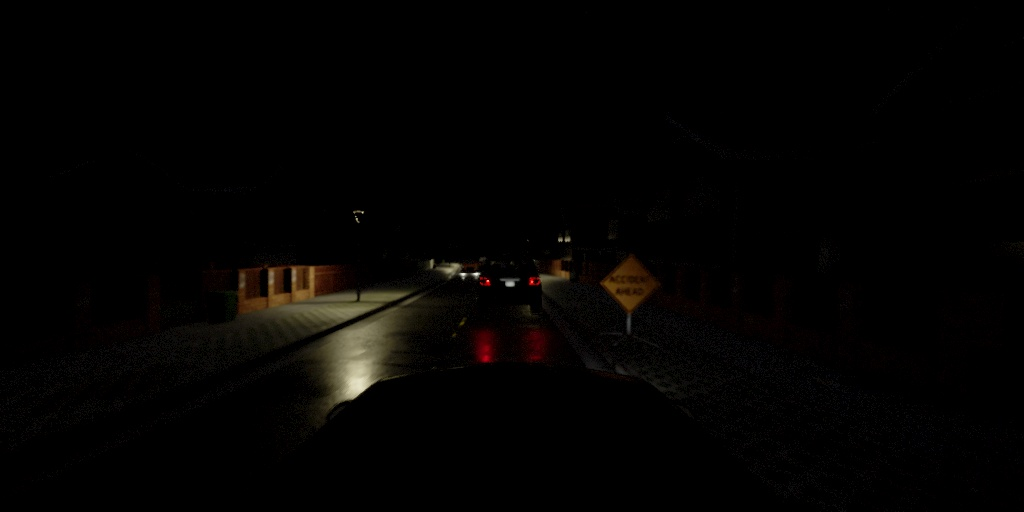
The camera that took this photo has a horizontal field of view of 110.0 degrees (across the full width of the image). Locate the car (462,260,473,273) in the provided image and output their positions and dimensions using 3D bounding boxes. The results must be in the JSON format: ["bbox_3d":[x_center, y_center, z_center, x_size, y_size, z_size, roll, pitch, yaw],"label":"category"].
[{"bbox_3d":[-5.285,1.282,45.440,1.882,1.535,5.008,0,0,-6],"label":"car"}]

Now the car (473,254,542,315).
[{"bbox_3d":[-0.136,0.980,13.893,2.150,2.045,5.566,0,0,-2],"label":"car"}]

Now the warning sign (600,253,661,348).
[{"bbox_3d":[2.471,0.867,7.635,1.300,1.860,1.060,0,0,-1],"label":"warning sign"}]
